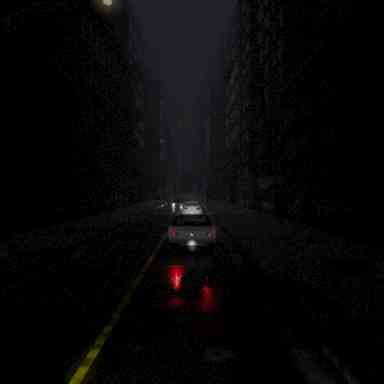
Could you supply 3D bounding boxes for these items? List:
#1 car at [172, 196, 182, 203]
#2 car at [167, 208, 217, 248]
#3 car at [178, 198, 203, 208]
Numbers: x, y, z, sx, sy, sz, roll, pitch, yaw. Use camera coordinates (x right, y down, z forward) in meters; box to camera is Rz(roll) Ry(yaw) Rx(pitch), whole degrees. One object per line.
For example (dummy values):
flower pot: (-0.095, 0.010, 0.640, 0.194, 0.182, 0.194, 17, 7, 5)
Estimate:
car: (-2.749, 1.515, 65.651, 1.837, 1.490, 4.892, 0, 0, 0)
car: (0.000, 1.610, 14.681, 1.895, 1.301, 4.718, 0, 0, 0)
car: (0.000, 1.520, 29.651, 1.812, 1.442, 4.674, 0, 0, 0)
